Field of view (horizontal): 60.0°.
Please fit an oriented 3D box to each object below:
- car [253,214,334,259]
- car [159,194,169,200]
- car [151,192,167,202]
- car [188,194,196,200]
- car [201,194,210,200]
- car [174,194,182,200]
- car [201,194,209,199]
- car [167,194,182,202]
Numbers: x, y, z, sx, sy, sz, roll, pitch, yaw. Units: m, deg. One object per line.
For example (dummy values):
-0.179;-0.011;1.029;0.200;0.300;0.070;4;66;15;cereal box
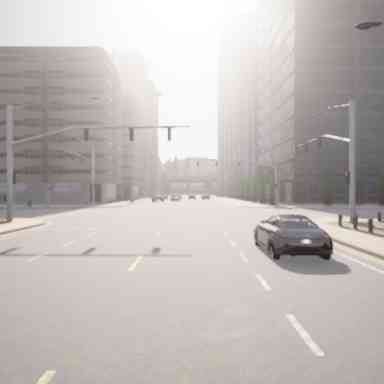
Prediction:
3.573;1.517;12.404;1.994;1.385;4.181;0;0;0;car
-6.984;1.167;83.256;1.882;1.535;5.008;0;0;0;car
-6.988;0.973;67.708;2.150;2.045;5.566;0;0;0;car
0.016;1.165;82.919;1.882;1.535;5.008;0;0;0;car
3.517;1.186;83.752;1.837;1.490;4.892;0;0;0;car
-3.484;1.166;83.304;1.882;1.535;5.008;0;0;0;car
3.518;1.188;92.419;1.994;1.385;4.181;0;0;0;car
-3.491;1.250;67.797;1.837;1.490;4.892;0;1;0;car
